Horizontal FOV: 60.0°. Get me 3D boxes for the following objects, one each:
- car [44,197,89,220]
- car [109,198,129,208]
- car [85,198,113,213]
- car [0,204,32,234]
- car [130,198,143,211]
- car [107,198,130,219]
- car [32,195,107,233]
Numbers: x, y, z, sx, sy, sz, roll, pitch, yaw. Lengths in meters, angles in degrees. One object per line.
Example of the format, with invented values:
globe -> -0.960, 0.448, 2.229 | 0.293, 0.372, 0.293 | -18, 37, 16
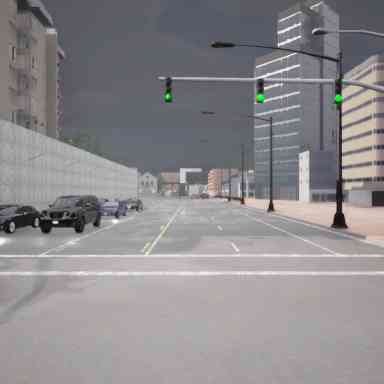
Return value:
car -> -10.611, 1.352, 28.499 | 2.097, 1.767, 4.553 | 0, 0, 0
car -> -10.576, 1.601, 48.377 | 1.895, 1.301, 4.718 | 0, 0, 0
car -> -10.609, 1.505, 38.317 | 1.837, 1.490, 4.892 | 0, 0, 0
car -> -10.608, 1.505, 19.432 | 1.837, 1.490, 4.892 | 0, 0, 0
car -> -7.107, 1.491, 40.046 | 2.128, 1.511, 4.902 | 0, 0, 0
car -> -7.111, 1.526, 29.704 | 1.812, 1.442, 4.674 | 0, 0, 0
car -> -7.105, 1.221, 20.063 | 2.150, 2.045, 5.566 | 0, 0, 0
